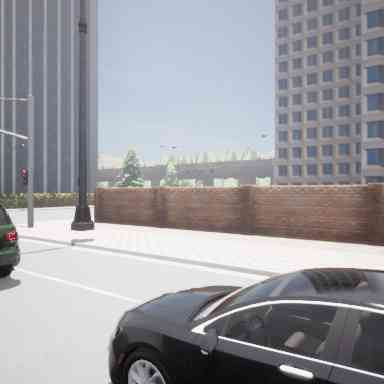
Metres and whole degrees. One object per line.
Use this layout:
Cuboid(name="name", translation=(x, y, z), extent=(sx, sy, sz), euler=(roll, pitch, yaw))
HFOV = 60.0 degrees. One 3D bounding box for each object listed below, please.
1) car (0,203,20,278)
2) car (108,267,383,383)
Cuboid(name="car", translation=(-6.786, 1.221, 8.819), extent=(5.566, 2.045, 2.150), euler=(0, 0, 35))
Cuboid(name="car", translation=(1.290, 1.505, 3.073), extent=(4.892, 1.490, 1.837), euler=(0, 0, 36))
